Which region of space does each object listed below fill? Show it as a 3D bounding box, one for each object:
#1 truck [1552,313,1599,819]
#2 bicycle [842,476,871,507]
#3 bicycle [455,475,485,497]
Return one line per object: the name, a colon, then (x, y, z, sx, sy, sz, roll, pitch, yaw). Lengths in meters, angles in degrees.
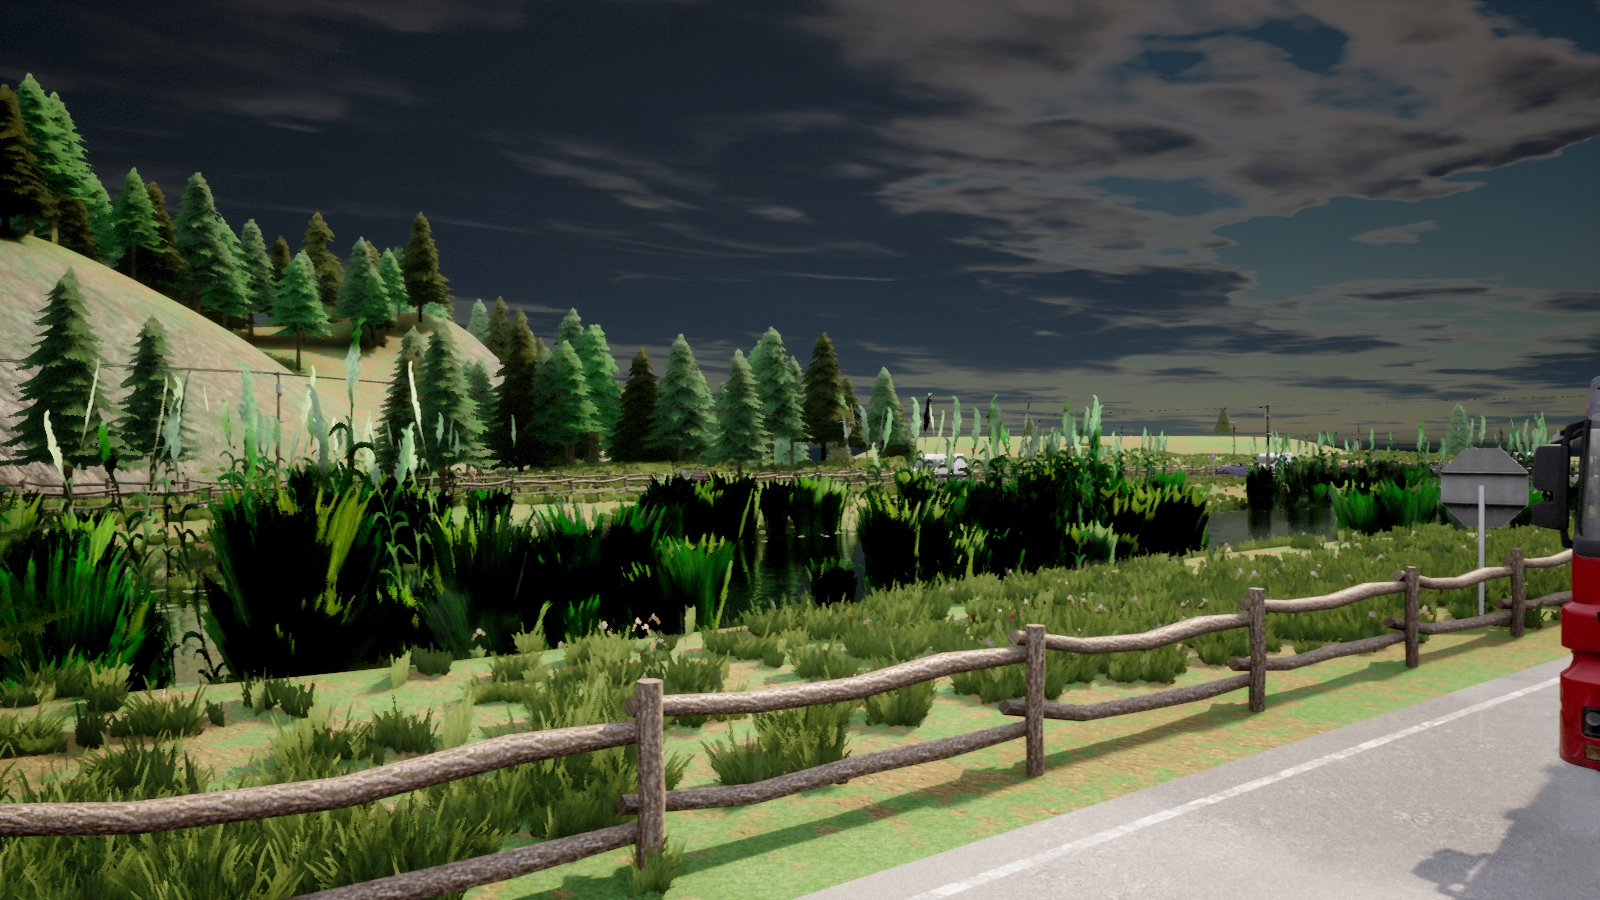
truck: (9.743, 0.862, 11.013, 2.891, 3.827, 8.468, 0, 1, 42)
bicycle: (2.791, 2.030, 56.085, 1.643, 1.496, 0.373, 0, 0, -43)
bicycle: (-19.854, 2.158, 68.725, 1.487, 1.276, 0.859, 0, 0, -45)
